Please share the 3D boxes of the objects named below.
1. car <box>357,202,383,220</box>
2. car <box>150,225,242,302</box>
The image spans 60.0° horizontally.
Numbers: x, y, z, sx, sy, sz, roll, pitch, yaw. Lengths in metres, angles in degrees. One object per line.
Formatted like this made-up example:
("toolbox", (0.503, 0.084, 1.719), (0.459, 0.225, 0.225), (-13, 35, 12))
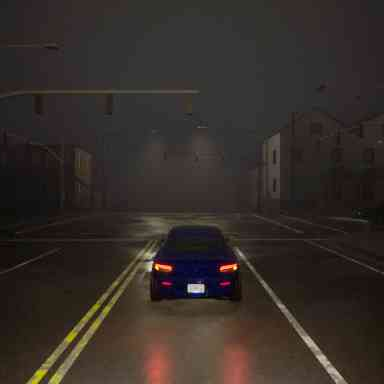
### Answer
("car", (16.372, 1.525, 27.892), (4.674, 1.442, 1.812), (0, 0, -1))
("car", (0.087, 1.526, 8.142), (1.812, 1.442, 4.674), (0, 0, 0))
